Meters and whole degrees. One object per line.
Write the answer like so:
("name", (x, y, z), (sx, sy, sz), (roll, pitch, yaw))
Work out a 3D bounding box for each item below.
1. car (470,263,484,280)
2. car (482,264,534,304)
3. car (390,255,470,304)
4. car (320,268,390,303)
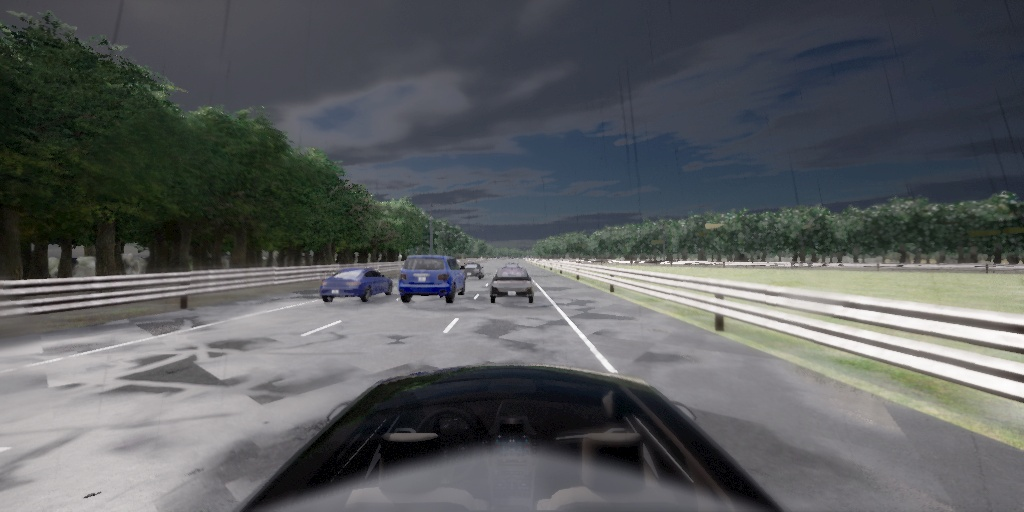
("car", (-3.500, 1.301, 31.500), (1.812, 1.442, 4.674), (0, 0, 0))
("car", (0.000, 1.250, 16.500), (2.128, 1.511, 4.902), (0, 0, 0))
("car", (-3.490, 0.999, 16.535), (2.150, 2.045, 5.566), (1, 0, 0))
("car", (-6.997, 1.265, 16.502), (1.812, 1.442, 4.674), (0, 0, 0))
